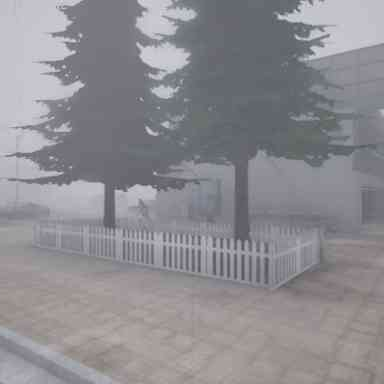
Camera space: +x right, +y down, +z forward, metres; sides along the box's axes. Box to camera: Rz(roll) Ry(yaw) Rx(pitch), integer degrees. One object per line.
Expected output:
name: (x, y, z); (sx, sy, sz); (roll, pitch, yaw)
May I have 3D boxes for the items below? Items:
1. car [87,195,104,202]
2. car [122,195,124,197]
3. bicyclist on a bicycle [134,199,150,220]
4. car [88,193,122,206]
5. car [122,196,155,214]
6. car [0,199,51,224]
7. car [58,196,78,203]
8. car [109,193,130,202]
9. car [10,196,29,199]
car: (-23.153, 1.536, 79.518); (3.806, 1.475, 1.970); (0, 0, 36)
car: (-11.625, 1.183, 51.436); (3.866, 1.878, 1.905); (0, 0, 36)
bicyclist on a bicycle: (-3.862, 1.334, 25.518); (1.656, 1.620, 0.582); (-1, 0, 36)
car: (-13.004, 1.202, 48.846); (4.605, 1.855, 1.932); (0, 0, 36)
car: (-4.964, 1.530, 36.699); (1.882, 1.535, 5.008); (0, 0, 36)
car: (-13.298, 1.544, 25.287); (2.128, 1.511, 4.902); (0, 0, 36)
car: (-24.196, 1.452, 64.908); (4.514, 1.523, 2.007); (0, 0, 36)
car: (-16.281, 1.250, 74.553); (4.605, 1.855, 1.932); (0, 0, 36)
car: (-30.118, 1.474, 56.859); (3.633, 1.501, 1.845); (0, 0, 36)
